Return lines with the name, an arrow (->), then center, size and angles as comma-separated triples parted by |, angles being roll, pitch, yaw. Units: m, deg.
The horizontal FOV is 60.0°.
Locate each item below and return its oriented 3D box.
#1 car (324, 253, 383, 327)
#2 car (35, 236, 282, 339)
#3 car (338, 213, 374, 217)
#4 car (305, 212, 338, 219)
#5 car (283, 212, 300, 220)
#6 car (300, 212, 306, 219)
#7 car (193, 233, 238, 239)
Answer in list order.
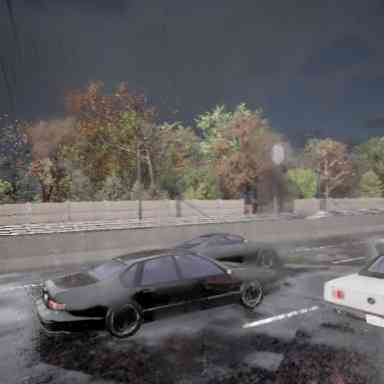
car -> 4.891, 1.804, 6.552 | 4.718, 1.301, 1.895 | 0, -4, -30
car -> -0.522, 1.995, 7.441 | 5.357, 1.411, 2.033 | 0, -4, -30
car -> 17.643, 2.839, 34.446 | 4.181, 1.385, 1.994 | 0, -4, -30
car -> 15.711, 3.052, 37.365 | 5.357, 1.411, 2.033 | 0, -4, -30
car -> 14.450, 3.431, 44.713 | 5.008, 1.535, 1.882 | 0, -4, -30
car -> 16.221, 3.250, 41.704 | 4.674, 1.442, 1.812 | 0, -4, -30
car -> 1.218, 2.225, 12.499 | 4.181, 1.385, 1.994 | 0, -4, -30
